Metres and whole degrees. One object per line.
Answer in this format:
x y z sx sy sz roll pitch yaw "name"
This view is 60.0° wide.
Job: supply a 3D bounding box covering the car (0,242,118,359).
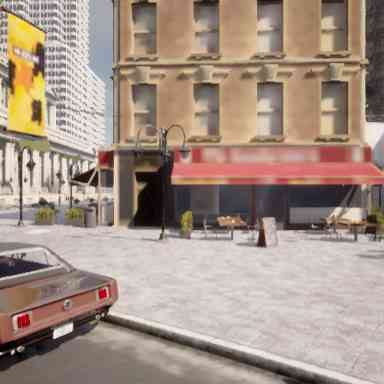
-3.565 1.540 5.579 4.718 1.301 1.895 0 0 32 "car"
